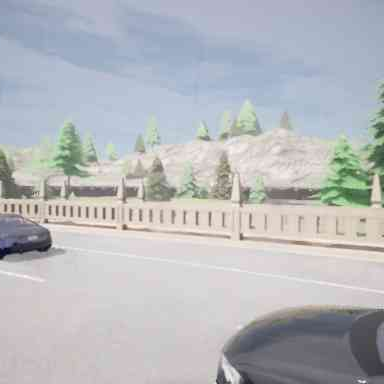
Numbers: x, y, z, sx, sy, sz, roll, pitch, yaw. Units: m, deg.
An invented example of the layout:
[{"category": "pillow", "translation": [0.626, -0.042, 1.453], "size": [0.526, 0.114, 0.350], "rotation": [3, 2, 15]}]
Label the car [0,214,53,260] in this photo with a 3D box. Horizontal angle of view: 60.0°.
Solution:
[{"category": "car", "translation": [-7.081, 1.492, 12.045], "size": [4.181, 1.385, 1.994], "rotation": [0, 0, 28]}]

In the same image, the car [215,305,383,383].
[{"category": "car", "translation": [2.425, 1.482, 2.072], "size": [4.902, 1.511, 2.128], "rotation": [0, 0, 36]}]
